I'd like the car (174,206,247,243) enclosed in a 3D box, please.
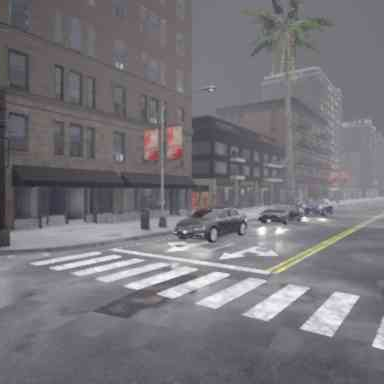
[{"bbox_3d":[1.063,1.495,16.385,1.837,1.490,4.892,0,0,35],"label":"car"}]

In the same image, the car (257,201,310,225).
[{"bbox_3d":[6.643,1.546,24.393,2.033,1.411,5.357,0,0,35],"label":"car"}]

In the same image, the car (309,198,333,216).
[{"bbox_3d":[12.251,1.361,32.430,2.097,1.767,4.553,0,0,35],"label":"car"}]
